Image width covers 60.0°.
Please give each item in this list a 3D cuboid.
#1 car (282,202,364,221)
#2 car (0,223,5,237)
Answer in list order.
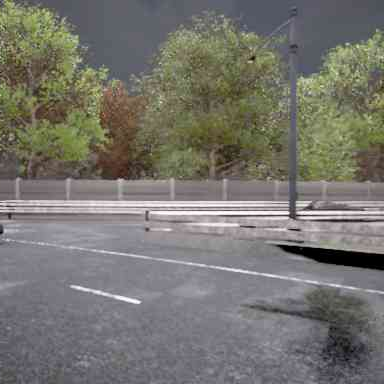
[{"bbox_3d":[8.049,1.421,20.606,4.892,1.490,1.837,0,0,-6],"label":"car"},{"bbox_3d":[-10.039,1.474,13.696,4.718,1.301,1.895,0,0,27],"label":"car"}]
